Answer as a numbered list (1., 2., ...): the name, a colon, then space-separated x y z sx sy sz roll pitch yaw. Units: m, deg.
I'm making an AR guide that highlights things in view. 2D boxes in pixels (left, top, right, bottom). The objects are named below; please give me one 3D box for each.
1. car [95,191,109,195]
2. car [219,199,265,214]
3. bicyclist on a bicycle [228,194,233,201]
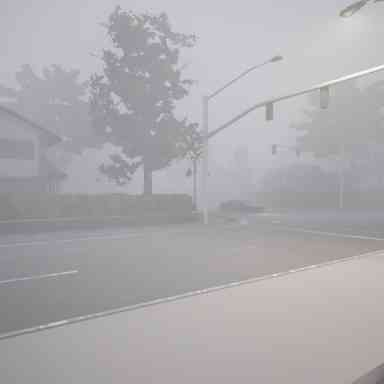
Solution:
1. car: -20.436 0.855 75.241 2.150 2.045 5.566 0 0 -36
2. car: 5.044 1.462 34.534 2.033 1.411 5.357 0 0 -36
3. bicyclist on a bicycle: 5.885 1.175 51.080 1.656 1.620 0.582 0 0 -36
